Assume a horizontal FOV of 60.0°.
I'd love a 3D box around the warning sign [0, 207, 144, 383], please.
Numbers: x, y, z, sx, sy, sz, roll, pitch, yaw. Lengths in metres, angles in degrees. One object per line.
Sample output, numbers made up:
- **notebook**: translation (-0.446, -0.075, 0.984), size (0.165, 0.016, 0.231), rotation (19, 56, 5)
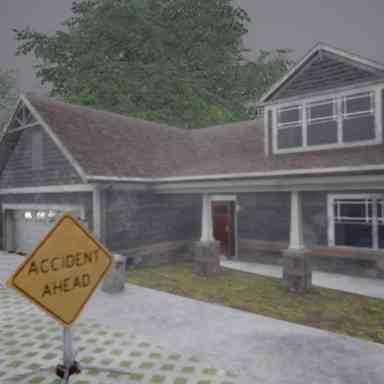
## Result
- **warning sign**: translation (-1.392, 1.134, 3.696), size (1.060, 1.860, 1.300), rotation (-1, 0, 37)
